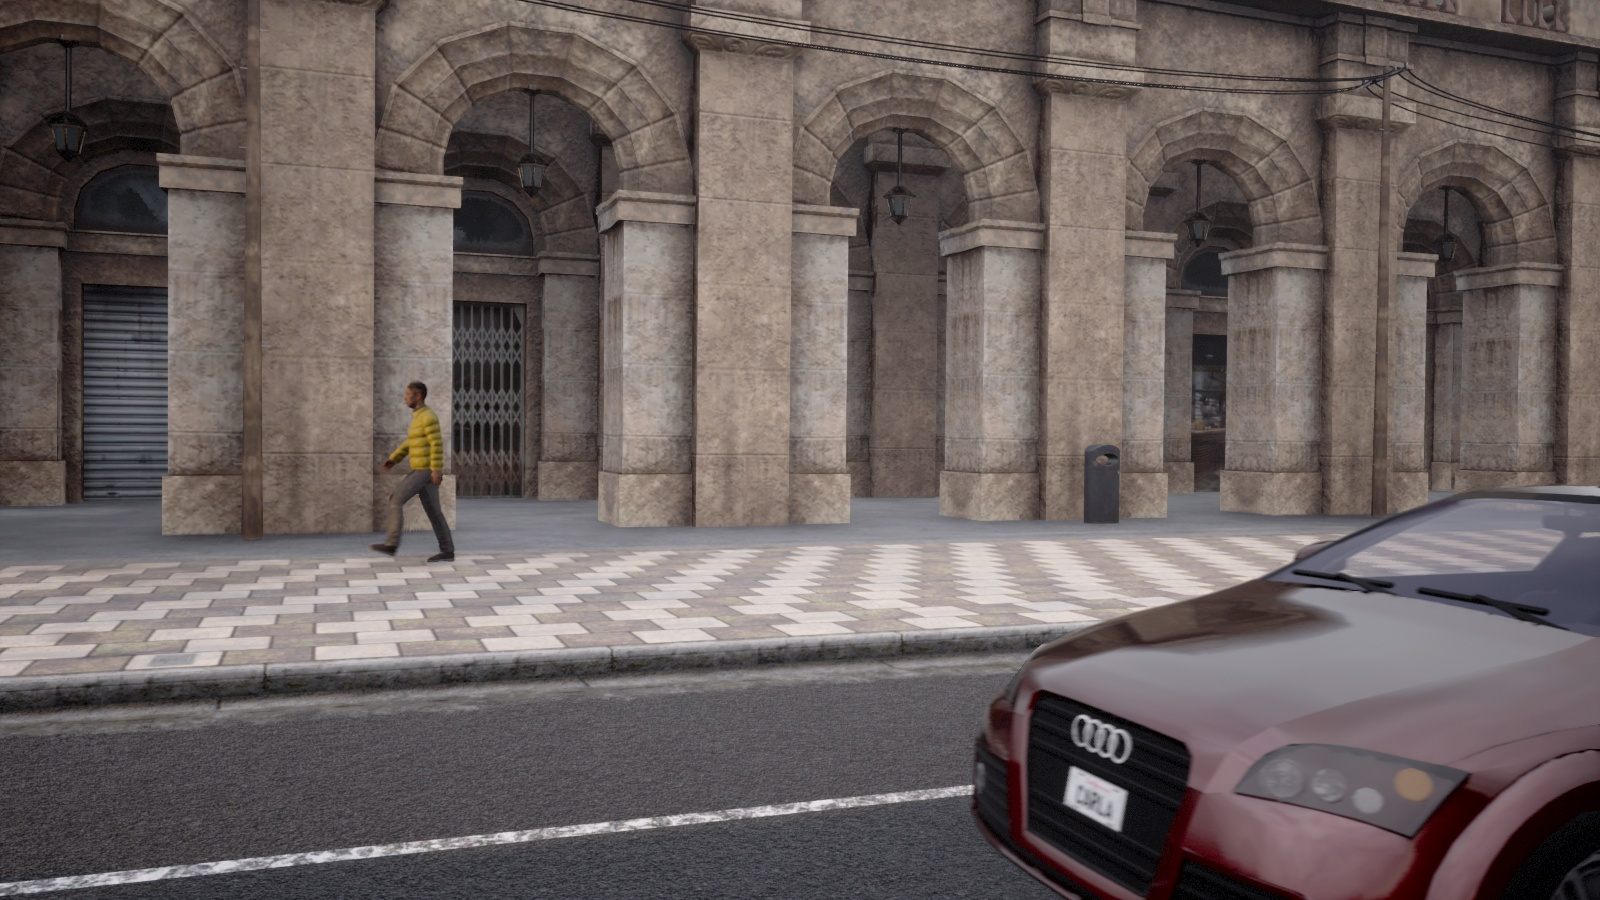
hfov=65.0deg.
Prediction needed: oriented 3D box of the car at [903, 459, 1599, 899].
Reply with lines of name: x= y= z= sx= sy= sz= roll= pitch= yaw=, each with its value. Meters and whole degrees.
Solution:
car: x=2.679 y=0.764 z=4.248 sx=4.181 sy=1.385 sz=1.994 roll=-1 pitch=1 yaw=-20

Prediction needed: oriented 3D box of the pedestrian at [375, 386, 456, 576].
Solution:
pedestrian: x=-3.832 y=0.293 z=12.512 sx=0.709 sy=1.840 sz=0.431 roll=-1 pitch=1 yaw=-21
